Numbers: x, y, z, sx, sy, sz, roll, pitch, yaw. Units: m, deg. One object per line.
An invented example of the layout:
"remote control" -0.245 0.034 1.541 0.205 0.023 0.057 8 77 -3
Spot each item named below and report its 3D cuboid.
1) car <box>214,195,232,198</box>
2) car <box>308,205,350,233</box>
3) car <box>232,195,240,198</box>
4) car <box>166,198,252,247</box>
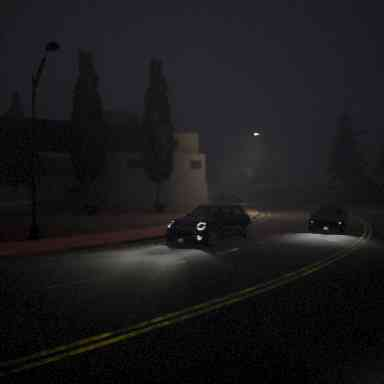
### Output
"car" 5.205 1.463 62.933 1.837 1.490 4.892 0 0 -16
"car" 8.155 1.481 19.504 2.033 1.411 5.357 0 0 28
"car" 8.085 1.284 65.542 2.097 1.767 4.553 0 0 -17
"car" 0.897 1.345 15.173 2.097 1.767 4.553 -1 0 38
